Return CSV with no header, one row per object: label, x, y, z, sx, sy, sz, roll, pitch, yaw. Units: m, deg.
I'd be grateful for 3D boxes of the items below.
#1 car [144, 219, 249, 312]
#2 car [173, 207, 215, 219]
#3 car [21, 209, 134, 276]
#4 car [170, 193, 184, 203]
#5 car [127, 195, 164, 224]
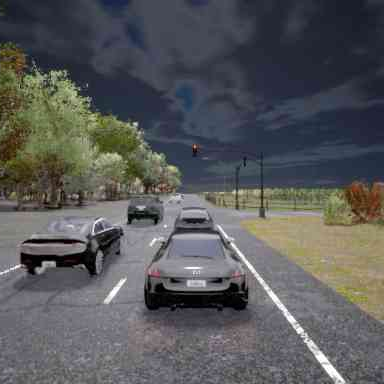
car,0.094,1.566,7.820,1.994,1.385,4.181,0,0,0
car,0.099,1.510,16.733,1.837,1.490,4.892,0,0,0
car,-3.400,1.495,10.330,2.128,1.511,4.902,0,0,0
car,-3.404,1.224,69.918,2.150,2.045,5.566,0,0,0
car,-3.401,1.230,24.912,2.150,2.045,5.566,0,0,0
